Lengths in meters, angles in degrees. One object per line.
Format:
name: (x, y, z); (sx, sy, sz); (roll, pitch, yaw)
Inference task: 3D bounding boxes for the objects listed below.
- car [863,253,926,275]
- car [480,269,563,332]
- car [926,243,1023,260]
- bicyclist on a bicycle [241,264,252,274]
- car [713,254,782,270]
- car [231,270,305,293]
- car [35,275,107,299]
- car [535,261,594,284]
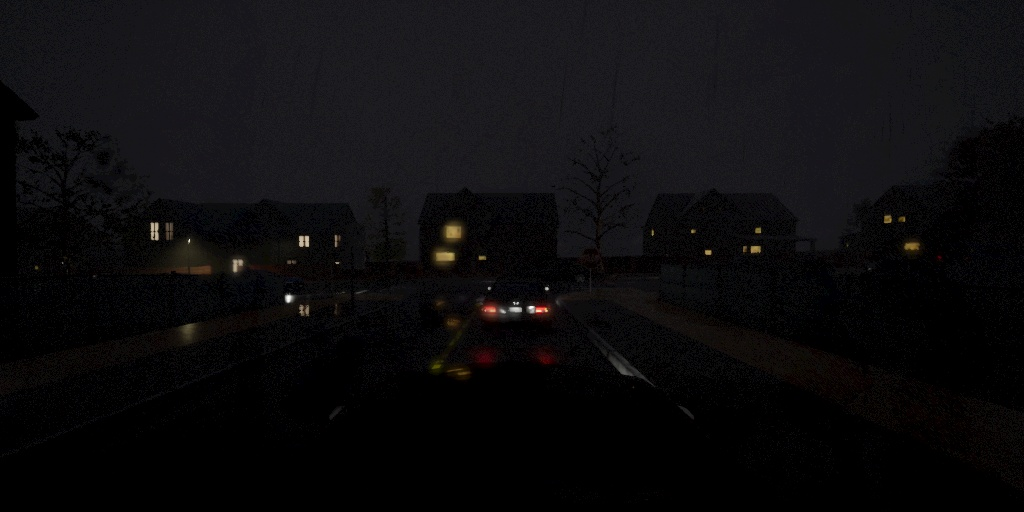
car: (26.533, 0.554, 24.097); (4.902, 1.511, 2.128); (-1, 1, 0)
car: (0.169, 1.298, 10.842); (2.033, 1.411, 5.357); (0, 0, 2)
car: (28.602, 0.278, 21.144); (5.566, 2.045, 2.150); (-1, 1, 0)
bicyclist on a bicycle: (-20.071, 1.419, 27.111); (0.582, 1.620, 1.656); (-1, 1, 0)
car: (15.615, 0.671, 24.128); (4.553, 1.767, 2.097); (-1, 1, 0)
car: (-15.022, 1.562, 21.251); (5.008, 1.535, 1.882); (-1, 1, 0)
car: (-25.321, 1.854, 21.277); (4.674, 1.442, 1.812); (-1, 1, 0)
car: (3.019, 1.121, 24.160); (4.892, 1.490, 1.837); (-1, 1, 0)
